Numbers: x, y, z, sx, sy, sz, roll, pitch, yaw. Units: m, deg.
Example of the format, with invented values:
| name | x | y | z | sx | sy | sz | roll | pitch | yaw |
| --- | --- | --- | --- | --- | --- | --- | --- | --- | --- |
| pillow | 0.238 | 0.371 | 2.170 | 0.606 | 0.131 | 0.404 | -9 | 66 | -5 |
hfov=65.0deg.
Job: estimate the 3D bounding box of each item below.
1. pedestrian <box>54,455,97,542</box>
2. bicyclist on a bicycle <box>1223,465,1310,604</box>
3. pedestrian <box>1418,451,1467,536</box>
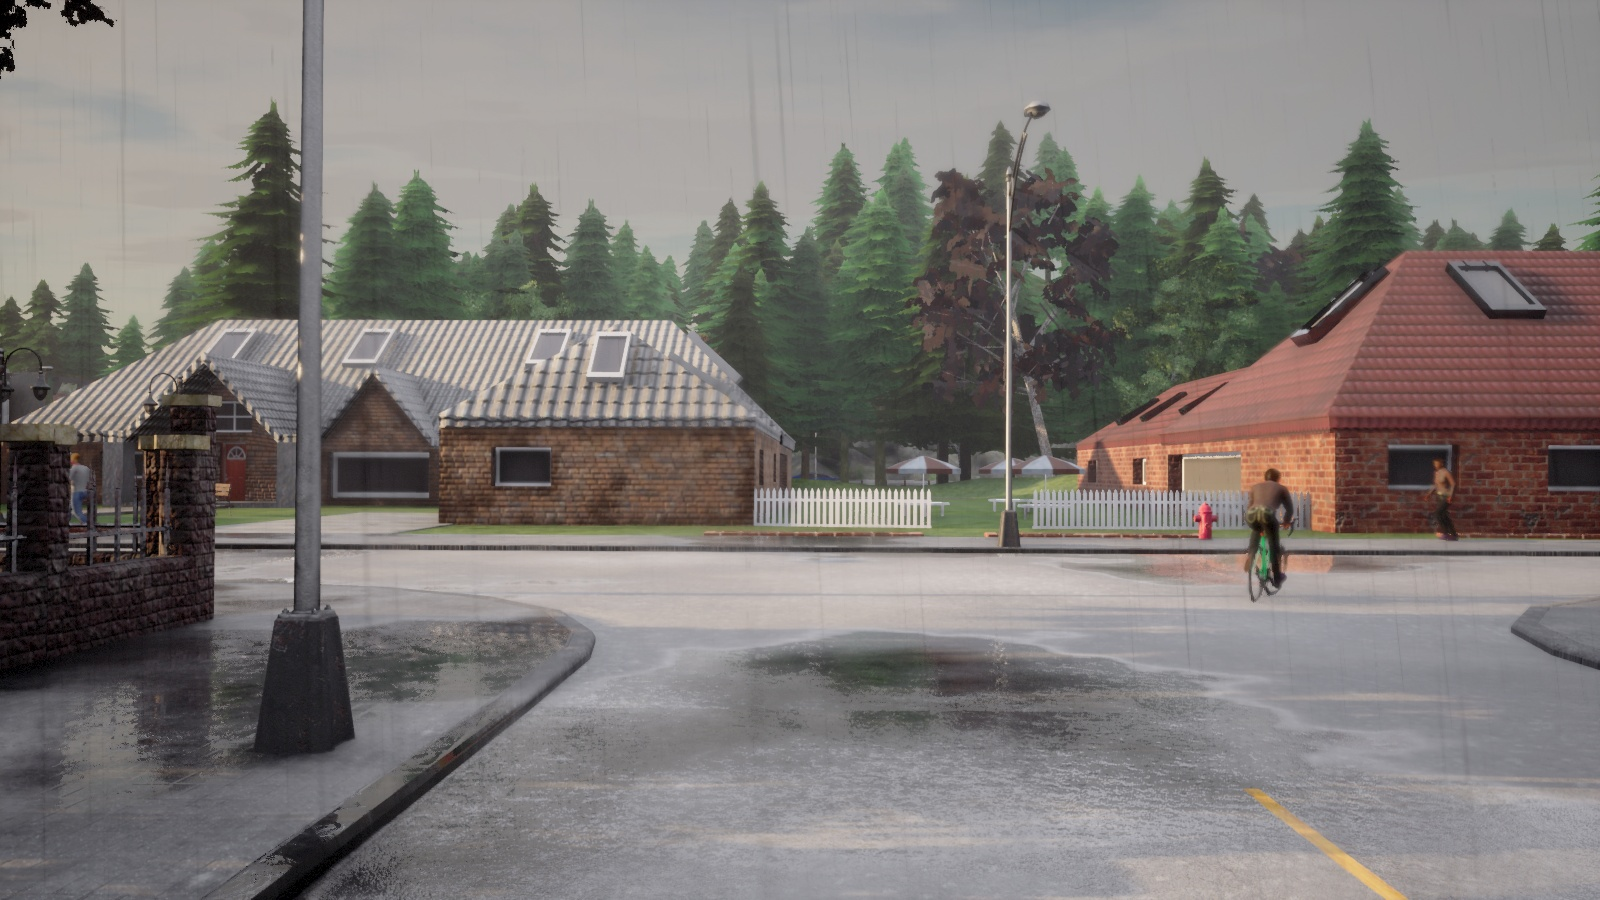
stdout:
| name | x | y | z | sx | sy | sz | roll | pitch | yaw |
| --- | --- | --- | --- | --- | --- | --- | --- | --- | --- |
| pedestrian | -15.441 | 1.035 | 26.776 | 0.706 | 1.836 | 0.354 | 0 | -1 | 5 |
| bicyclist on a bicycle | 5.813 | 1.005 | 15.598 | 0.582 | 1.620 | 1.656 | 2 | 0 | 35 |
| pedestrian | 13.732 | 0.919 | 26.839 | 0.869 | 1.805 | 0.328 | 0 | -1 | 0 |
